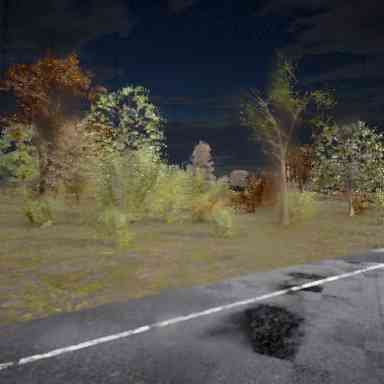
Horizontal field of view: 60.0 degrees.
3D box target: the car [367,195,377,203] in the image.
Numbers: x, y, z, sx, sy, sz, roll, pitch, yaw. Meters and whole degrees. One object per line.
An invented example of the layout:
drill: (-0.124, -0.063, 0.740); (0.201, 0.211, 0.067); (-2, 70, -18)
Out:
car: (30.587, 1.239, 53.360); (2.097, 1.767, 4.553); (0, 0, -37)
